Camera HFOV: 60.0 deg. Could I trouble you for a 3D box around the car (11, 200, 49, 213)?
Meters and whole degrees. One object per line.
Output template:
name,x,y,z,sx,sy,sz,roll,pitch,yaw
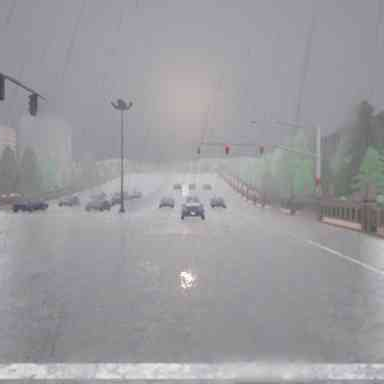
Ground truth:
car,-17.661,1.550,36.447,1.895,1.301,4.718,0,0,1

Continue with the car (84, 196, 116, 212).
car,-10.621,1.489,38.087,2.033,1.411,5.357,0,0,0

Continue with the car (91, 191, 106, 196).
car,-17.526,0.504,62.660,1.812,1.442,4.674,0,5,1

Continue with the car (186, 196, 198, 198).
car,0.067,1.243,52.431,1.994,1.385,4.181,0,3,0

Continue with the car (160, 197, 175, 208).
car,-3.440,1.430,46.525,2.033,1.411,5.357,0,1,0

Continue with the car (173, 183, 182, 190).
car,-3.422,-1.425,78.844,1.837,1.490,4.892,0,7,0

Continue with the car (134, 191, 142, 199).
car,-10.547,0.573,62.298,1.994,1.385,4.181,0,5,1

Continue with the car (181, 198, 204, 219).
car,0.064,1.487,28.254,1.812,1.442,4.674,0,0,0

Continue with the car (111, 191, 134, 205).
car,-10.617,1.021,49.411,2.150,2.045,5.566,0,2,-1

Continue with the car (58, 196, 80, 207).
car,-17.615,1.352,47.875,1.837,1.490,4.892,0,2,0

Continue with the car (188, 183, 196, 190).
car,0.076,-1.333,78.418,2.033,1.411,5.357,0,7,0

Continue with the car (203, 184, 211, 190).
car,3.578,-1.334,78.853,1.895,1.301,4.718,0,7,0

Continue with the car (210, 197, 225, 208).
car,3.561,1.430,46.529,2.033,1.411,5.357,0,1,0
